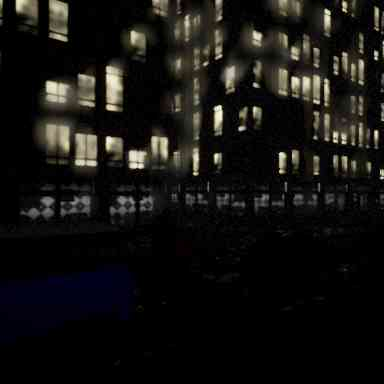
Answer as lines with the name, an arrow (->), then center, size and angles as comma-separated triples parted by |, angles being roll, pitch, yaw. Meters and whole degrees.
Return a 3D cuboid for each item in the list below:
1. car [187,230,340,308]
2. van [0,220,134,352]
car -> 1.847, 1.585, 7.873 | 4.206, 1.307, 1.802 | 0, 0, -35
van -> -2.786, 1.341, 4.567 | 3.998, 1.788, 1.690 | 0, 0, -35
